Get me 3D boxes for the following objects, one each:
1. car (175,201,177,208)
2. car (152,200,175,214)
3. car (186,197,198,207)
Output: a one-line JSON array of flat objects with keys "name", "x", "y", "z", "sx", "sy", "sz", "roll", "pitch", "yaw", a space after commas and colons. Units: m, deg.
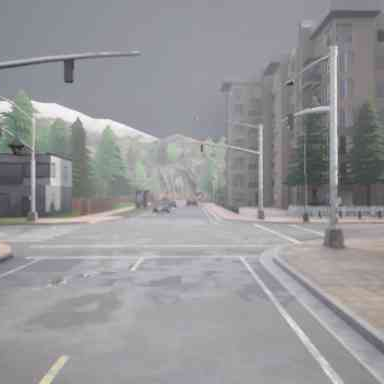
[{"name": "car", "x": -3.574, "y": 1.993, "z": 56.116, "sx": 1.895, "sy": 1.301, "sz": 4.718, "roll": 0, "pitch": 0, "yaw": 1}, {"name": "car", "x": -3.603, "y": 1.771, "z": 39.942, "sx": 2.128, "sy": 1.511, "sz": 4.902, "roll": 0, "pitch": 0, "yaw": 0}, {"name": "car", "x": -0.024, "y": 1.785, "z": 61.971, "sx": 2.097, "sy": 1.767, "sz": 4.553, "roll": 0, "pitch": 0, "yaw": 0}]
